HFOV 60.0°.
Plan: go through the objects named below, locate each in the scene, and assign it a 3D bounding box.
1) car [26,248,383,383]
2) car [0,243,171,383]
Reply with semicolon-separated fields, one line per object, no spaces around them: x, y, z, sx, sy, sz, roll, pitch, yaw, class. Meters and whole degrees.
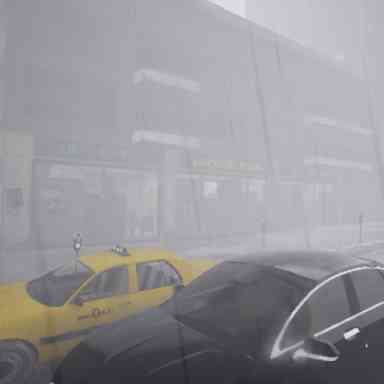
0.996;1.505;3.780;4.892;1.490;1.837;0;0;-35;car
-1.364;1.526;5.099;4.829;1.417;1.752;0;2;-35;car
